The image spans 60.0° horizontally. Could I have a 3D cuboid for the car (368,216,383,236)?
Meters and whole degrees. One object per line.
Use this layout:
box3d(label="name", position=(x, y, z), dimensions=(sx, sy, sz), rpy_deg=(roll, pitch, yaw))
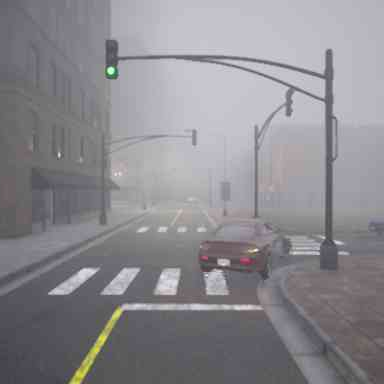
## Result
box3d(label="car", position=(11.086, 1.444, 15.863), dimensions=(5.008, 1.535, 1.882), rpy_deg=(0, 0, 0))

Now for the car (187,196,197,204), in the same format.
box3d(label="car", position=(-0.057, 1.624, 68.145), dimensions=(1.812, 1.442, 4.674), rpy_deg=(0, 0, 0))

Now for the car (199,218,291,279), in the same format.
box3d(label="car", position=(1.705, 1.534, 10.177), dimensions=(1.812, 1.442, 4.674), rpy_deg=(-1, 0, 24))
